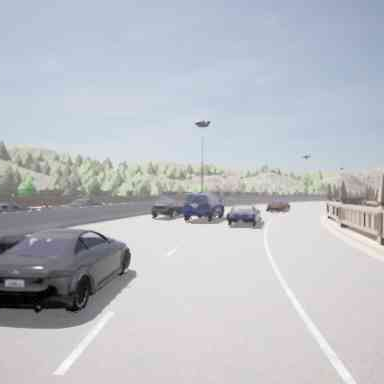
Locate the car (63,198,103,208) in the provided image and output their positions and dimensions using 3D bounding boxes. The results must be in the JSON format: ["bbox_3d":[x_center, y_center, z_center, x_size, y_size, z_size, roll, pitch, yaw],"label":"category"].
[{"bbox_3d":[-11.155,1.404,34.184,1.837,1.490,4.892,0,0,21],"label":"car"}]

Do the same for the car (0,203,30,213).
[{"bbox_3d":[-11.721,1.396,19.737,2.128,1.511,4.902,0,0,12],"label":"car"}]

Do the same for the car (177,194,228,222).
[{"bbox_3d":[1.012,1.155,26.175,2.150,2.045,5.566,0,0,18],"label":"car"}]

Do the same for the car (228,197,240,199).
[{"bbox_3d":[7.416,1.574,60.599,2.033,1.411,5.357,0,0,35],"label":"car"}]

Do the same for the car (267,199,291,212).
[{"bbox_3d":[10.064,1.513,38.486,1.994,1.385,4.181,0,0,28],"label":"car"}]

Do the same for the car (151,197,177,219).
[{"bbox_3d":[-1.834,1.429,28.544,1.837,1.490,4.892,0,0,19],"label":"car"}]

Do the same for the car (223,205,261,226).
[{"bbox_3d":[3.670,1.545,22.946,1.895,1.301,4.718,0,0,16],"label":"car"}]

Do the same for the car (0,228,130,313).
[{"bbox_3d":[-2.843,1.524,7.684,1.994,1.385,4.181,0,0,5],"label":"car"}]
